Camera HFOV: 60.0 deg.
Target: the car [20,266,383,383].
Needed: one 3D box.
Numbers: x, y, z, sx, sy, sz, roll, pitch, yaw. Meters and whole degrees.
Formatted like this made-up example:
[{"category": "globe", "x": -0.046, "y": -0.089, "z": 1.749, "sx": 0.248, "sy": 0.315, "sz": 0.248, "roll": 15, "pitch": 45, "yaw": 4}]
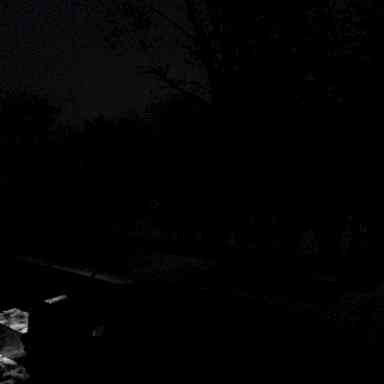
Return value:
[{"category": "car", "x": 0.468, "y": 1.541, "z": 3.349, "sx": 5.357, "sy": 1.411, "sz": 2.033, "roll": 0, "pitch": 0, "yaw": 35}]
